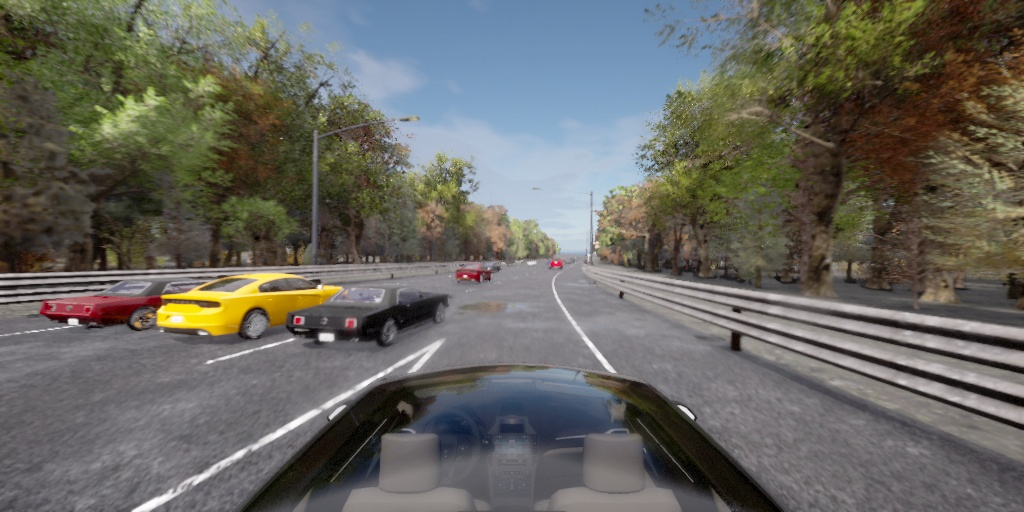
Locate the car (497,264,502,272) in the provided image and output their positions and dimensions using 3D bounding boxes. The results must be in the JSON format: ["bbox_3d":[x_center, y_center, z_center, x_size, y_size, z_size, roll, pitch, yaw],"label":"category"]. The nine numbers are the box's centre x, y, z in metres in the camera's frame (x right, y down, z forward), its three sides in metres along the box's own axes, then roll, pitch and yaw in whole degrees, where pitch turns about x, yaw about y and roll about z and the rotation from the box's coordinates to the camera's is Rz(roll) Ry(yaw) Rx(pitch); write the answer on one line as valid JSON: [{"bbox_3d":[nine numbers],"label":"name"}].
[{"bbox_3d":[-2.800,1.518,47.177,2.033,1.411,5.357,0,0,11],"label":"car"}]

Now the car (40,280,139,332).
[{"bbox_3d":[-10.176,1.324,10.860,1.895,1.301,4.718,0,0,11],"label":"car"}]

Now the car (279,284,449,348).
[{"bbox_3d":[-3.318,1.382,9.467,1.895,1.301,4.718,0,0,11],"label":"car"}]

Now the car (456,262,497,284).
[{"bbox_3d":[-2.947,1.367,28.854,1.882,1.535,5.008,0,0,11],"label":"car"}]

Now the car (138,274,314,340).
[{"bbox_3d":[-6.743,1.232,10.166,1.882,1.535,5.008,1,0,11],"label":"car"}]
